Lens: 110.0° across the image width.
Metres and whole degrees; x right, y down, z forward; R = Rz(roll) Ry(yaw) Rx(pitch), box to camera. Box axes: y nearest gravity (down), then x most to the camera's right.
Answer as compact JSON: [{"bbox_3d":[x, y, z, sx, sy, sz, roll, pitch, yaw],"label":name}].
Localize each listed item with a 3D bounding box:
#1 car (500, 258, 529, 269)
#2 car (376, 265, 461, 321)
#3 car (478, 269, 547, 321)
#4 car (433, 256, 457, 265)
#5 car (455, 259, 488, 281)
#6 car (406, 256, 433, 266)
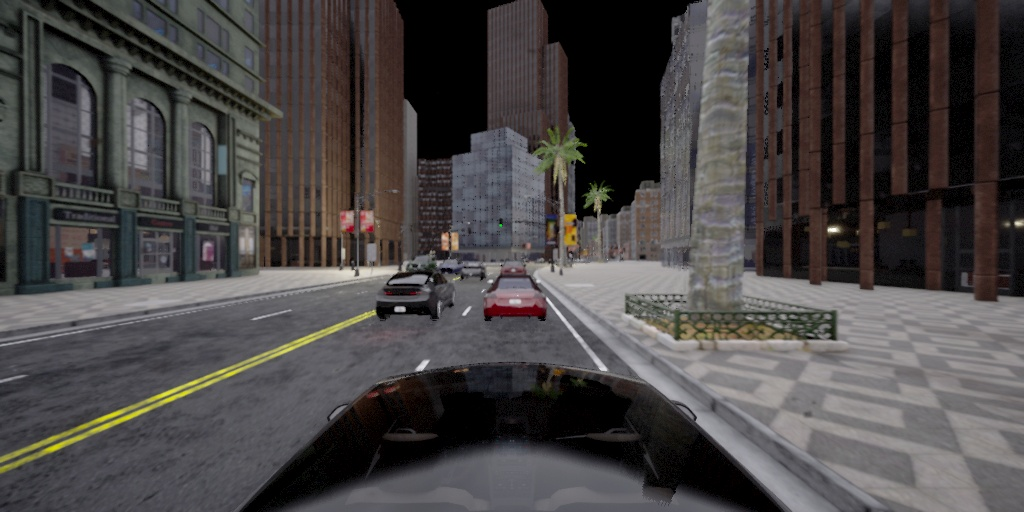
[{"bbox_3d":[0.120,1.088,29.230,2.097,1.767,4.553,0,0,0],"label":"car"},{"bbox_3d":[-3.154,1.249,12.523,1.837,1.490,4.892,0,0,0],"label":"car"},{"bbox_3d":[0.095,1.307,12.517,1.994,1.385,4.181,0,0,0],"label":"car"},{"bbox_3d":[-6.347,1.088,37.323,2.097,1.767,4.553,0,0,3],"label":"car"},{"bbox_3d":[-3.126,1.227,29.957,2.128,1.511,4.902,0,0,1],"label":"car"},{"bbox_3d":[-9.550,0.963,38.445,2.150,2.045,5.566,0,0,3],"label":"car"}]
